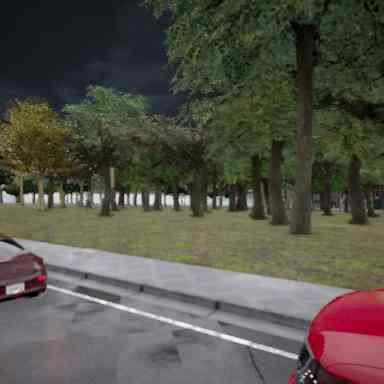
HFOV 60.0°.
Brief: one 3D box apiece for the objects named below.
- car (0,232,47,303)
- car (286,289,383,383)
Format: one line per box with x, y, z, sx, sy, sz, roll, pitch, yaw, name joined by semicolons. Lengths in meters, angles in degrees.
-5.012;1.560;7.246;4.674;1.442;1.812;0;0;35;car
3.223;1.213;1.386;5.566;2.045;2.150;0;0;35;car
